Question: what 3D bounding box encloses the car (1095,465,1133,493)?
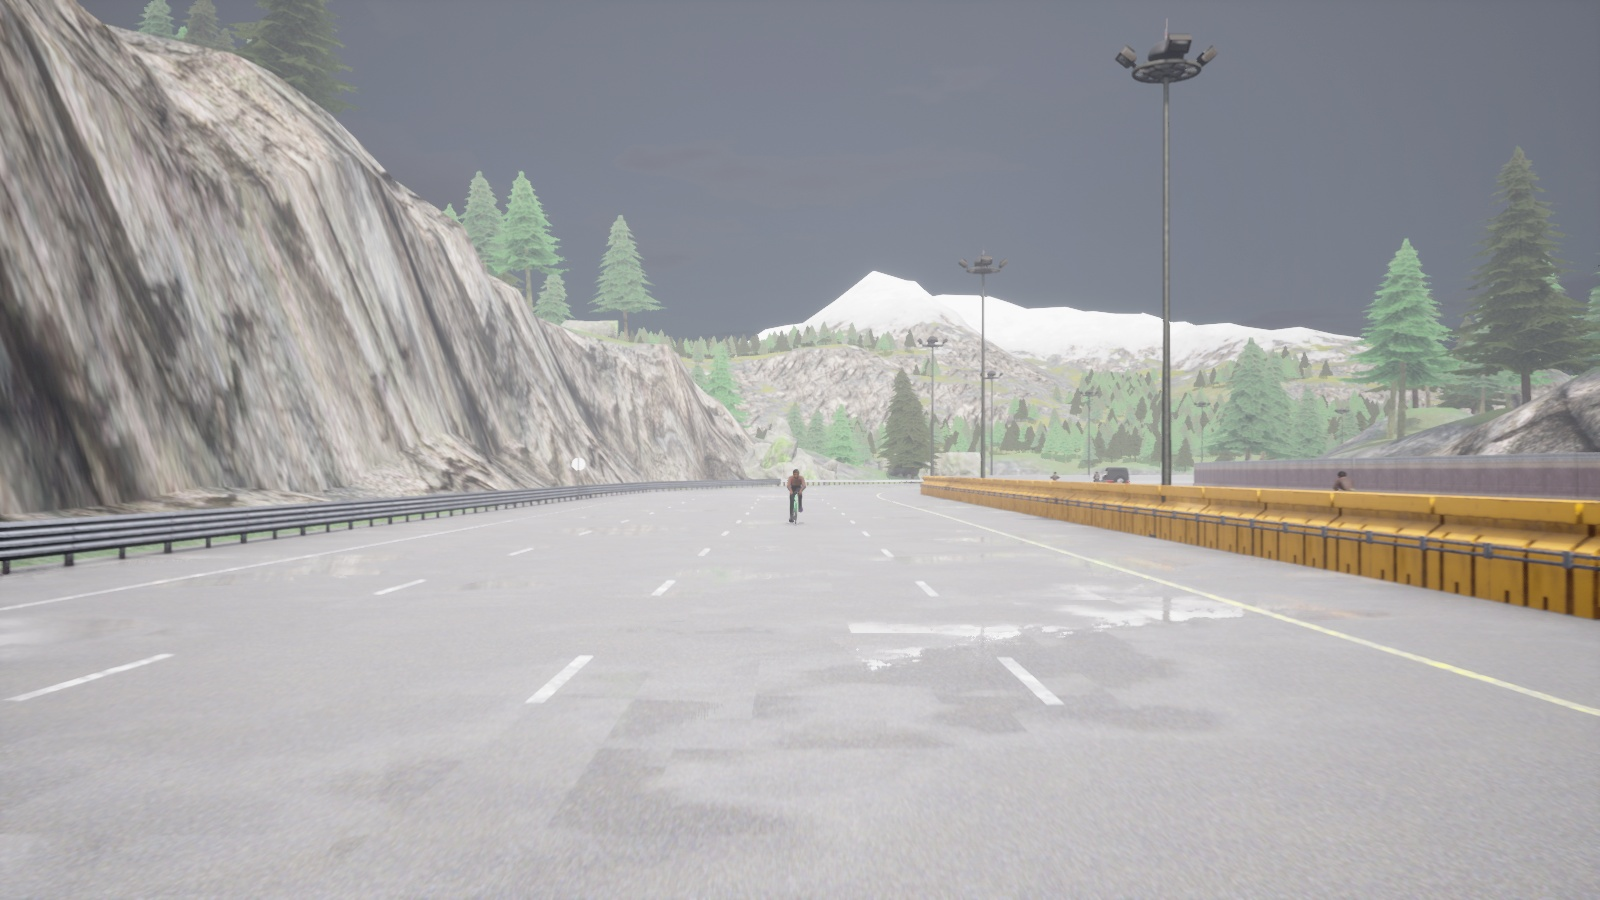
[{"bbox_3d":[21.099,1.939,84.426,1.905,1.878,3.866,0,-1,5],"label":"car"}]
